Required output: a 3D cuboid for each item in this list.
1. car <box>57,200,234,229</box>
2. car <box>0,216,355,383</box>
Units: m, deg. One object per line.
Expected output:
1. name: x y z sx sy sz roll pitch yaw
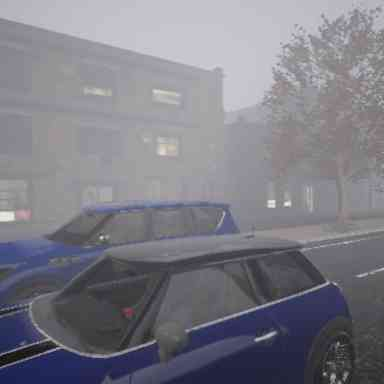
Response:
1. car: -1.394 1.205 6.687 5.566 2.045 2.150 0 0 -36
2. car: -0.362 1.342 3.431 4.553 1.767 2.097 0 0 -36
